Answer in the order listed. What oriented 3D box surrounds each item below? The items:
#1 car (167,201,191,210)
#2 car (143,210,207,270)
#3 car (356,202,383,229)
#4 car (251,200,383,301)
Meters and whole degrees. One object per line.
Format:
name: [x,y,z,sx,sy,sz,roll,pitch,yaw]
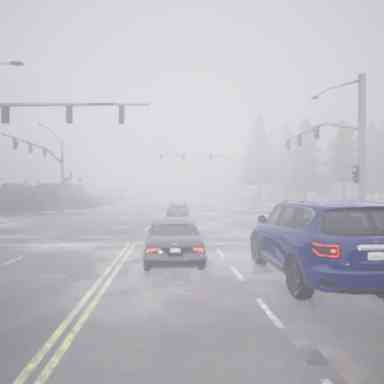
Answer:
car: [-1.146,1.490,28.442,2.128,1.511,4.902,0,0,-1]
car: [-0.611,1.548,11.041,2.033,1.411,5.357,0,0,-4]
car: [13.250,1.435,20.891,5.008,1.535,1.882,0,0,-1]
car: [3.082,1.211,8.481,2.150,2.045,5.566,0,0,-3]
